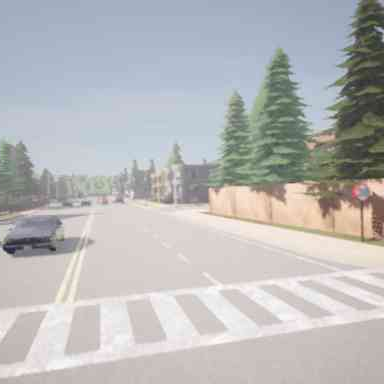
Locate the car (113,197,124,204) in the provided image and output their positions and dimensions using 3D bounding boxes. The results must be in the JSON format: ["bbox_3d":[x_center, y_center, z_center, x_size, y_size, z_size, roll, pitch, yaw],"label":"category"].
[{"bbox_3d":[-16.611,1.874,76.181,1.837,1.490,4.892,-2,0,-16],"label":"car"}]

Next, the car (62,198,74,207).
[{"bbox_3d":[-24.721,2.344,66.232,1.895,1.301,4.718,-2,0,-16],"label":"car"}]

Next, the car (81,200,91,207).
[{"bbox_3d":[-21.352,2.240,67.175,1.895,1.301,4.718,-2,0,-16],"label":"car"}]

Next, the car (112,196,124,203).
[{"bbox_3d":[-18.970,1.906,84.919,1.812,1.442,4.674,-2,0,2],"label":"car"}]

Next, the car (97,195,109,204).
[{"bbox_3d":[-22.526,1.873,83.939,2.150,2.045,5.566,-2,0,-23],"label":"car"}]

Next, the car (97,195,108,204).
[{"bbox_3d":[-19.841,1.874,74.729,1.882,1.535,5.008,-2,0,-16],"label":"car"}]

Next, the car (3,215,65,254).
[{"bbox_3d":[-6.887,1.757,15.093,2.033,1.411,5.357,-2,0,-16],"label":"car"}]
